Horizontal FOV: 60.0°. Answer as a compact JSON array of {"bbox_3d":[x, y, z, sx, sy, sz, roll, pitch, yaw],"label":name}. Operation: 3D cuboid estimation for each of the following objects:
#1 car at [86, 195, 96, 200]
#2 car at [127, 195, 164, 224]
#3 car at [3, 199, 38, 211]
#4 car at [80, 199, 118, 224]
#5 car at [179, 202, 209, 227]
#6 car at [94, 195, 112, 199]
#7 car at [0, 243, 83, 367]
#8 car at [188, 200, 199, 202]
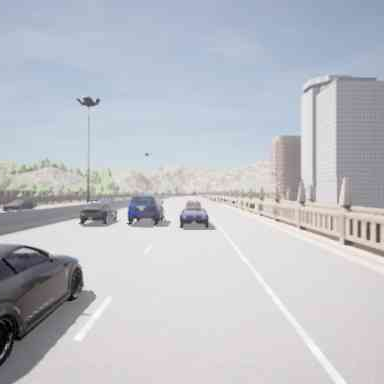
[{"bbox_3d":[-17.377,1.211,59.490,1.882,1.535,5.008,0,0,0],"label":"car"},{"bbox_3d":[-3.352,1.245,24.765,2.150,2.045,5.566,0,0,0],"label":"car"},{"bbox_3d":[-20.940,1.597,40.876,2.033,1.411,5.357,0,0,1],"label":"car"},{"bbox_3d":[-6.852,1.525,24.791,1.837,1.490,4.892,0,0,0],"label":"car"},{"bbox_3d":[0.143,1.624,22.974,1.895,1.301,4.718,0,0,0],"label":"car"},{"bbox_3d":[-13.889,1.655,54.481,2.033,1.411,5.357,0,0,0],"label":"car"},{"bbox_3d":[-3.377,1.562,5.669,1.994,1.385,4.181,0,0,0],"label":"car"},{"bbox_3d":[0.180,1.632,40.236,1.994,1.385,4.181,0,0,0],"label":"car"}]
